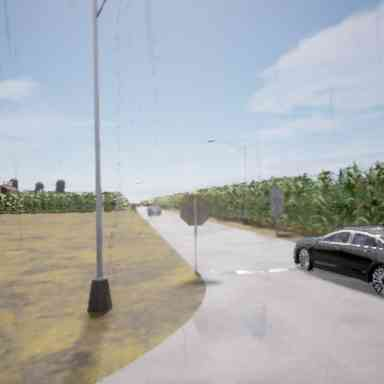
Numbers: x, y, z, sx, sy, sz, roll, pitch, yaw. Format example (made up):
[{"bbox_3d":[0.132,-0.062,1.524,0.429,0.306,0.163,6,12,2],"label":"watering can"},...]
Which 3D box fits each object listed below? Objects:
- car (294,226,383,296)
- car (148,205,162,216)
[{"bbox_3d":[4.790,1.700,9.208,2.128,1.511,4.902,-1,-1,-18],"label":"car"},{"bbox_3d":[-5.627,2.727,49.900,2.128,1.511,4.902,0,-1,-11],"label":"car"}]
